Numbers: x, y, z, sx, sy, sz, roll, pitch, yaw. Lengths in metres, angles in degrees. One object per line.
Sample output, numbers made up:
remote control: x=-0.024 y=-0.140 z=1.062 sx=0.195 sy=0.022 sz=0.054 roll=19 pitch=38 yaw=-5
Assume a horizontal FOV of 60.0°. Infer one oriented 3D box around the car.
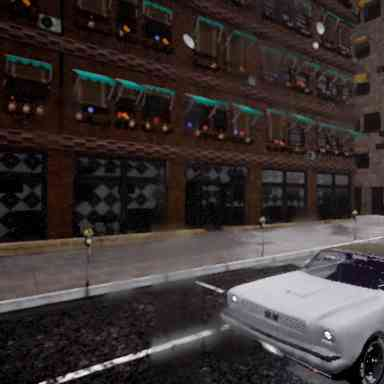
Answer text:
car: x=2.763 y=1.583 z=5.334 sx=4.718 sy=1.301 sz=1.895 roll=0 pitch=0 yaw=-35
